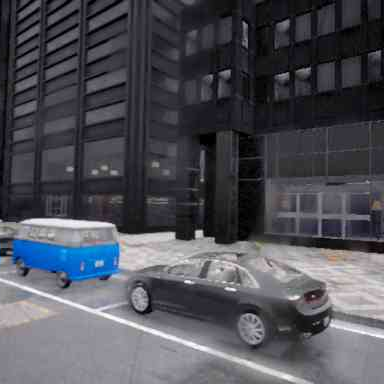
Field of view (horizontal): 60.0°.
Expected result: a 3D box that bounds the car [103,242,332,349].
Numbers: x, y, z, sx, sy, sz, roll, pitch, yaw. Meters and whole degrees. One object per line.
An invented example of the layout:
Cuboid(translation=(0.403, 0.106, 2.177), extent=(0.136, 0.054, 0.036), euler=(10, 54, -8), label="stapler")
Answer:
Cuboid(translation=(0.457, 1.885, 6.752), extent=(4.403, 1.369, 2.008), euler=(-1, -3, 38), label="car")

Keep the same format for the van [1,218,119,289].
Cuboid(translation=(-3.987, 1.752, 10.224), extent=(3.998, 1.788, 1.690), euler=(-1, -3, 38), label="van")

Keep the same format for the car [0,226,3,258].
Cuboid(translation=(-8.437, 2.039, 13.677), extent=(4.403, 1.369, 2.008), euler=(-1, -3, 38), label="car")
